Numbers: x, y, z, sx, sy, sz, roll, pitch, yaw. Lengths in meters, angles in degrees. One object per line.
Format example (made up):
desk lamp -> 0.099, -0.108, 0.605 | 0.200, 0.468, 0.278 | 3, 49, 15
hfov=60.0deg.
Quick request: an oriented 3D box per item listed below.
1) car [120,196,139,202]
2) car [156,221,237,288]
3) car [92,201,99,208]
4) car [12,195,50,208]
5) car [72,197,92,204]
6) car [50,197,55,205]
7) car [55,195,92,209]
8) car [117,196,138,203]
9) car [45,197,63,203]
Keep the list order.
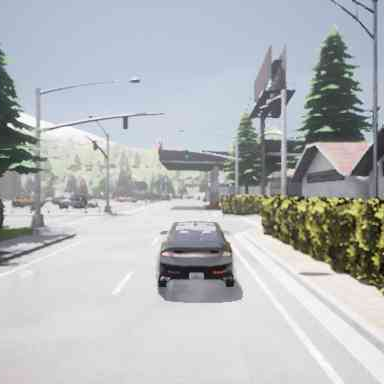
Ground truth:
car -> -16.518, 1.940, 87.815 | 4.514, 1.523, 2.007 | 0, 0, -1
car -> 0.099, 1.558, 9.386 | 2.128, 1.511, 4.902 | 0, 0, 0
car -> -16.188, 1.706, 50.423 | 3.806, 1.475, 1.970 | 0, 0, -1
car -> -24.667, 1.442, 50.336 | 4.605, 1.855, 1.932 | 0, 0, -1
car -> -24.049, 1.818, 72.787 | 3.633, 1.501, 1.845 | 0, 0, -1
car -> -24.031, 1.728, 62.795 | 4.514, 1.523, 2.007 | 0, 0, -1
car -> -16.780, 1.400, 47.097 | 3.866, 1.878, 1.905 | 0, 0, -1
car -> -16.446, 1.910, 84.679 | 5.027, 1.636, 2.152 | 0, 0, -1
car -> -35.113, 1.964, 84.713 | 3.806, 1.475, 1.970 | 0, 0, -1
